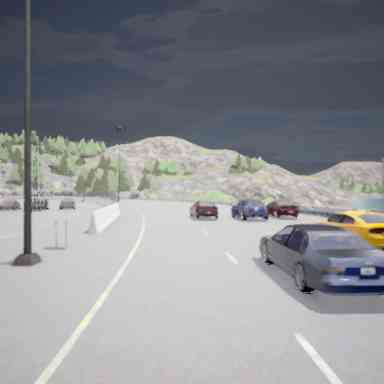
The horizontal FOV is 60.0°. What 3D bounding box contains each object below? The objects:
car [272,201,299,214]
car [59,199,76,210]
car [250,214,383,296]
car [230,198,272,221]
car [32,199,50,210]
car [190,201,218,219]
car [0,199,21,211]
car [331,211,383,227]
[{"bbox_3d":[7.965,1.522,30.477,1.882,1.535,5.008,0,0,-9],"label":"car"},{"bbox_3d":[-16.956,1.671,45.565,1.812,1.442,4.674,0,0,-15],"label":"car"},{"bbox_3d":[3.247,1.558,8.852,2.033,1.411,5.357,0,0,-3],"label":"car"},{"bbox_3d":[4.755,1.399,28.265,2.097,1.767,4.553,0,0,-9],"label":"car"},{"bbox_3d":[-20.262,1.642,44.382,2.128,1.511,4.902,0,0,-15],"label":"car"},{"bbox_3d":[1.002,1.539,29.696,1.882,1.535,5.008,0,0,-9],"label":"car"},{"bbox_3d":[-23.530,1.683,43.075,1.812,1.442,4.674,0,0,-15],"label":"car"},{"bbox_3d":[6.481,1.489,13.202,1.882,1.535,5.008,0,-1,-4],"label":"car"}]
